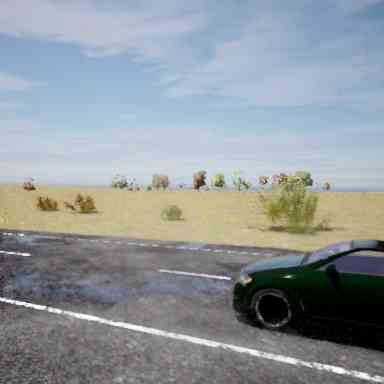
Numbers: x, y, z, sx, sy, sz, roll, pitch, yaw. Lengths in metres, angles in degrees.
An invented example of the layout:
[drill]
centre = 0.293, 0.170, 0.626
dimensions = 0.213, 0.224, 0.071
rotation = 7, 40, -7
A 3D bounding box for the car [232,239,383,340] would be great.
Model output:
[car]
centre = 2.802, 1.508, 5.552
dimensions = 4.181, 1.385, 1.994
rotation = 0, 0, 26
